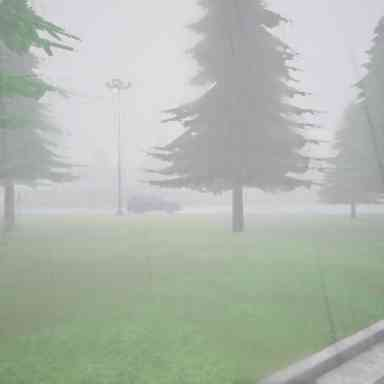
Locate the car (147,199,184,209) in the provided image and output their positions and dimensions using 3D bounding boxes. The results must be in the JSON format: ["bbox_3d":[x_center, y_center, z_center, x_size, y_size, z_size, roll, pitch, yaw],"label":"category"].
[{"bbox_3d":[-3.514,1.578,44.395,4.718,1.301,1.895,0,0,2],"label":"car"}]

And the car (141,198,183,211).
[{"bbox_3d":[-3.649,1.480,40.897,4.892,1.490,1.837,0,0,2],"label":"car"}]

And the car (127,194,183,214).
[{"bbox_3d":[-3.829,1.250,33.899,5.566,2.045,2.150,0,0,2],"label":"car"}]
